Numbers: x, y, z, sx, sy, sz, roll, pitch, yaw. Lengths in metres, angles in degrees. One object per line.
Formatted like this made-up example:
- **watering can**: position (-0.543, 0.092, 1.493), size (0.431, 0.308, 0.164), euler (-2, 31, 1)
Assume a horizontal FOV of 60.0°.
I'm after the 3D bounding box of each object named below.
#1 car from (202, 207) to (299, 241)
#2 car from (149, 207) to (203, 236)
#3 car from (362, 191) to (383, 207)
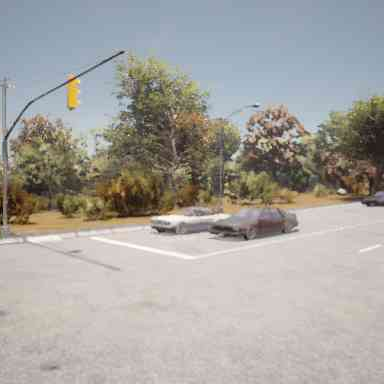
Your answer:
- **car**: position (3.268, 1.454, 16.627), size (5.357, 1.411, 2.033), euler (-1, 1, -42)
- **car**: position (-0.023, 1.521, 18.357), size (4.718, 1.301, 1.895), euler (-1, 1, -41)
- **car**: position (18.975, 0.605, 32.504), size (5.357, 1.411, 2.033), euler (-4, 2, -30)
